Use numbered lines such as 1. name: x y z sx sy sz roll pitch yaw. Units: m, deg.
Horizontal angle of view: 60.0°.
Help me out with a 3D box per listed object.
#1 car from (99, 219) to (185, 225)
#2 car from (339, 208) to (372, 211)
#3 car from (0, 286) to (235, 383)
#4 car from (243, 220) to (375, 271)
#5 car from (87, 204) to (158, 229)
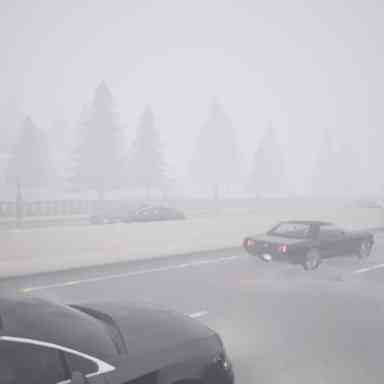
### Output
1. car: -2.684 1.475 19.271 4.902 1.511 2.128 0 0 -35
2. car: 13.611 1.481 26.584 4.674 1.442 1.812 0 0 -35
3. car: -1.844 1.505 2.416 4.892 1.490 1.837 0 0 -36
4. car: 3.989 1.585 10.887 4.718 1.301 1.895 0 0 -35
5. car: -4.599 1.547 22.203 4.181 1.385 1.994 0 0 -35
